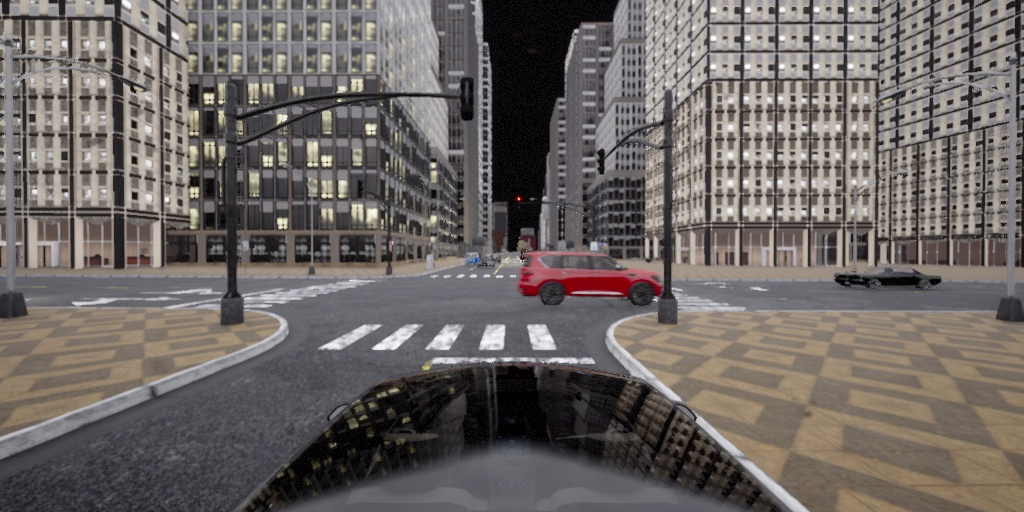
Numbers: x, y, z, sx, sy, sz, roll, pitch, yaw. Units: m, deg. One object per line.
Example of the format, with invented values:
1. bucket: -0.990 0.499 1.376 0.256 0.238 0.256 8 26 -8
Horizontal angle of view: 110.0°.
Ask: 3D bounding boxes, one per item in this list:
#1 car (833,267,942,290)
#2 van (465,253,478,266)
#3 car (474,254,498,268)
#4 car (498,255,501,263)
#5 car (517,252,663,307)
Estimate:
1. car: 21.816 1.271 20.996 4.718 1.301 1.895 0 0 -1
2. van: -5.680 0.441 51.066 1.690 1.789 3.998 0 0 0
3. car: -3.116 0.761 43.701 1.994 1.385 4.181 0 1 0
4. car: -2.971 0.436 61.821 1.882 1.535 5.008 0 1 1
5. car: 2.966 0.856 14.028 5.566 2.045 2.150 0 1 -1
